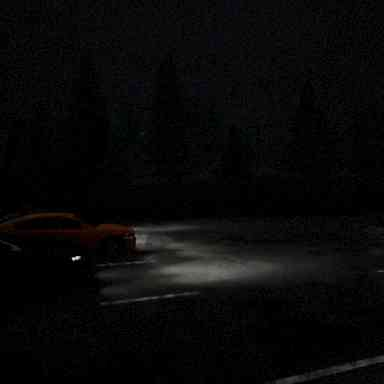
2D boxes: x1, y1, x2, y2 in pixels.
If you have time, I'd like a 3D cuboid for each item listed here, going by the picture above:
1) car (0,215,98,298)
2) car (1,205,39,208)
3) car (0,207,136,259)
[{"bbox_3d":[-4.730,1.461,7.231,4.902,1.511,2.128,0,0,-20],"label":"car"},{"bbox_3d":[-6.034,1.451,14.223,4.674,1.442,1.812,0,0,-20],"label":"car"},{"bbox_3d":[-4.393,1.418,11.080,5.008,1.535,1.882,0,0,-20],"label":"car"}]
